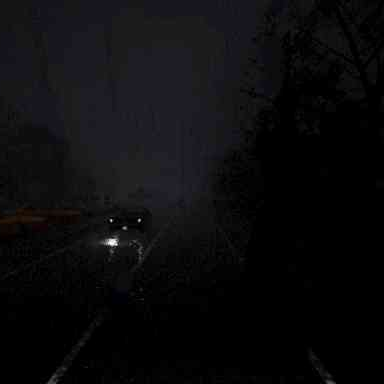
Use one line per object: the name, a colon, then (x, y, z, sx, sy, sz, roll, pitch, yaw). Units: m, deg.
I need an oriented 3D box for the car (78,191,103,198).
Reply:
car: (-23.601, 0.652, 77.613, 5.366, 1.575, 1.946, 0, 1, 0)

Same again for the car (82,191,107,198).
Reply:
car: (-23.592, 0.611, 80.408, 5.366, 1.575, 1.946, 0, 1, 0)

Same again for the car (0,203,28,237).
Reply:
car: (-10.405, 1.416, 14.476, 5.366, 1.575, 1.946, 0, 0, 0)

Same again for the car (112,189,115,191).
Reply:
car: (-23.385, 0.501, 85.853, 5.008, 1.535, 2.097, 0, 1, 0)

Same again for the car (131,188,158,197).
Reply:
car: (-10.383, 0.586, 72.063, 4.553, 1.767, 2.185, 0, 0, 0)

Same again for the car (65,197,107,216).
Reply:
car: (-10.375, 1.438, 28.354, 5.366, 1.575, 1.946, 0, 0, 0)

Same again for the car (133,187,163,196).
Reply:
car: (-10.364, 0.407, 77.633, 5.566, 2.045, 2.435, 0, 1, 0)

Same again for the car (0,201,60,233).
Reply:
car: (-10.029, 1.416, 17.128, 5.366, 1.575, 1.946, 0, 0, 0)

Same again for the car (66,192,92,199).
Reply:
car: (-23.444, 0.764, 69.124, 4.674, 1.452, 2.002, 0, 0, 0)

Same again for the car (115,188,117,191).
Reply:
car: (-23.377, 0.430, 88.643, 5.008, 1.535, 2.097, 0, 2, 0)

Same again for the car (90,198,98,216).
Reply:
car: (-10.202, 1.436, 25.577, 4.892, 1.521, 2.231, 0, 0, 0)

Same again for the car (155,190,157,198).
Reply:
car: (-10.390, 0.756, 69.278, 4.792, 1.488, 2.163, 0, 0, 0)

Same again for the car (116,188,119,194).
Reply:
car: (-23.367, 0.346, 91.559, 4.892, 1.521, 2.231, 0, 2, 0)

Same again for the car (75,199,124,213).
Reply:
car: (-10.142, 1.490, 36.682, 4.792, 1.488, 2.163, 0, 0, 0)

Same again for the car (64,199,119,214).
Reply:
car: (-10.182, 1.454, 33.906, 5.008, 1.535, 2.097, 0, 0, 0)

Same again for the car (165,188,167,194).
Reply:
car: (-10.314, 0.287, 94.358, 4.792, 1.488, 2.163, 0, 2, 0)

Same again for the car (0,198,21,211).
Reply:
car: (-23.240, 1.462, 39.358, 5.008, 1.535, 2.097, 0, 0, 0)

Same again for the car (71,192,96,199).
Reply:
car: (-23.435, 0.749, 71.909, 4.674, 1.452, 2.002, 0, 0, 0)

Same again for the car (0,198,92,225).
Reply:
car: (-10.016, 1.426, 22.801, 5.366, 1.575, 1.946, 0, 0, 0)

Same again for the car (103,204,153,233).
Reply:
car: (-3.385, 1.517, 19.023, 1.895, 1.301, 4.718, 0, 0, 0)

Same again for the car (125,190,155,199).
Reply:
car: (-10.340, 0.771, 66.494, 4.792, 1.488, 2.163, 0, 0, 0)

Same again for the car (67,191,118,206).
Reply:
car: (-10.212, 1.196, 31.131, 5.566, 2.045, 2.435, 0, 0, 0)

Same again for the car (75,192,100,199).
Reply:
car: (-23.452, 0.716, 74.821, 4.792, 1.488, 2.163, 0, 0, 0)

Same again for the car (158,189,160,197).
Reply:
car: (-10.338, 0.690, 74.843, 5.008, 1.535, 2.097, 0, 1, 0)

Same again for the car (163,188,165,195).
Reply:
car: (-10.270, 0.303, 88.781, 4.553, 1.767, 2.185, 0, 2, 0)

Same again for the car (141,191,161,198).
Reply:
car: (-10.289, 0.596, 83.205, 4.792, 1.488, 2.163, 0, 1, 0)
